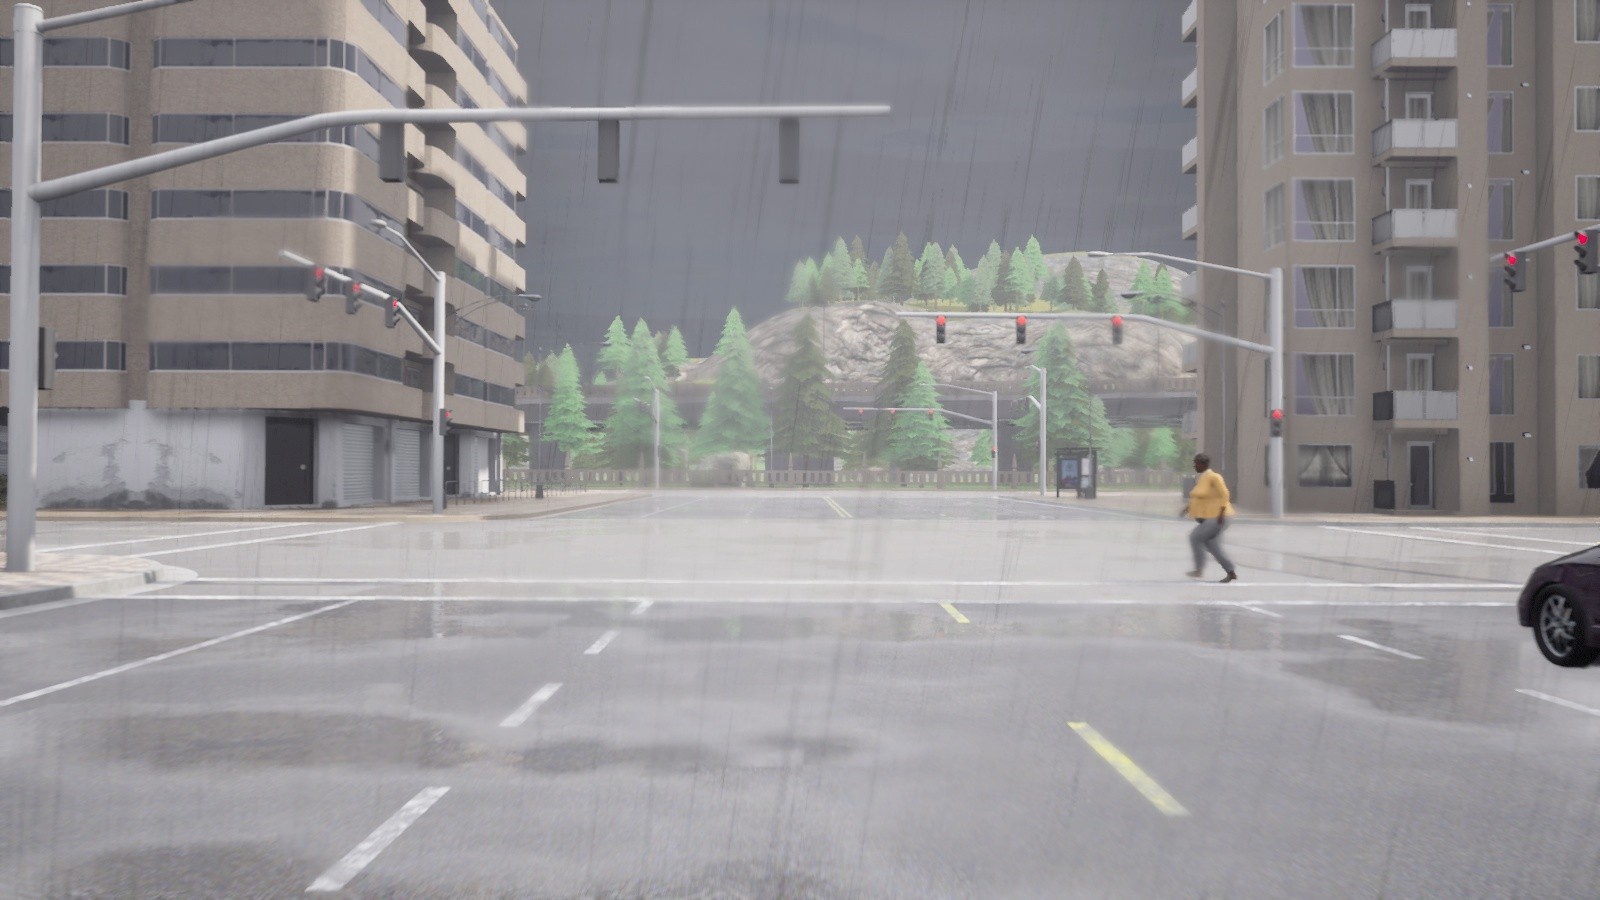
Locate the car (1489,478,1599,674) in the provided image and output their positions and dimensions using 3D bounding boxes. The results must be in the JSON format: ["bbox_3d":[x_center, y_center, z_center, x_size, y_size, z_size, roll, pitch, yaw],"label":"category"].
[{"bbox_3d":[6.979,0.950,8.949,1.816,1.474,4.193,0,-1,0],"label":"car"}]

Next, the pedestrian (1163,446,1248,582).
[{"bbox_3d":[5.696,0.885,17.679,0.900,1.855,0.874,0,-1,1],"label":"pedestrian"}]
